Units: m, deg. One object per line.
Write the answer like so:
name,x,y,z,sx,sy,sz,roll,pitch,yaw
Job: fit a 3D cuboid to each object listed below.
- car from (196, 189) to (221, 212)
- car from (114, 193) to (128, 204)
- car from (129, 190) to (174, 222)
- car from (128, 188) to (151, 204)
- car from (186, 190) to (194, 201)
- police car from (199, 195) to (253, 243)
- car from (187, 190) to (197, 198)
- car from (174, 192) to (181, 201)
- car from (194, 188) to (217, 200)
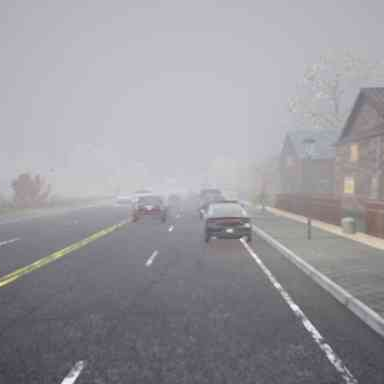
car,1.555,0.920,24.699,2.097,1.767,4.553,-1,1,0
car,-9.333,0.849,46.106,1.812,1.442,4.674,-1,1,0
car,-2.602,0.997,22.493,2.097,1.767,4.553,-1,1,1
car,-6.046,0.586,41.469,2.150,2.045,5.566,-1,1,0
car,0.410,0.624,52.052,2.128,1.511,4.902,-1,1,-1
police car,1.432,1.161,14.776,1.930,1.638,5.238,0,1,1
car,-0.126,0.374,68.022,1.837,1.490,4.892,-1,1,-2
car,-2.818,0.668,53.433,1.812,1.442,4.674,-1,1,-1
car,1.579,0.693,30.795,2.150,2.045,5.566,-1,1,0
